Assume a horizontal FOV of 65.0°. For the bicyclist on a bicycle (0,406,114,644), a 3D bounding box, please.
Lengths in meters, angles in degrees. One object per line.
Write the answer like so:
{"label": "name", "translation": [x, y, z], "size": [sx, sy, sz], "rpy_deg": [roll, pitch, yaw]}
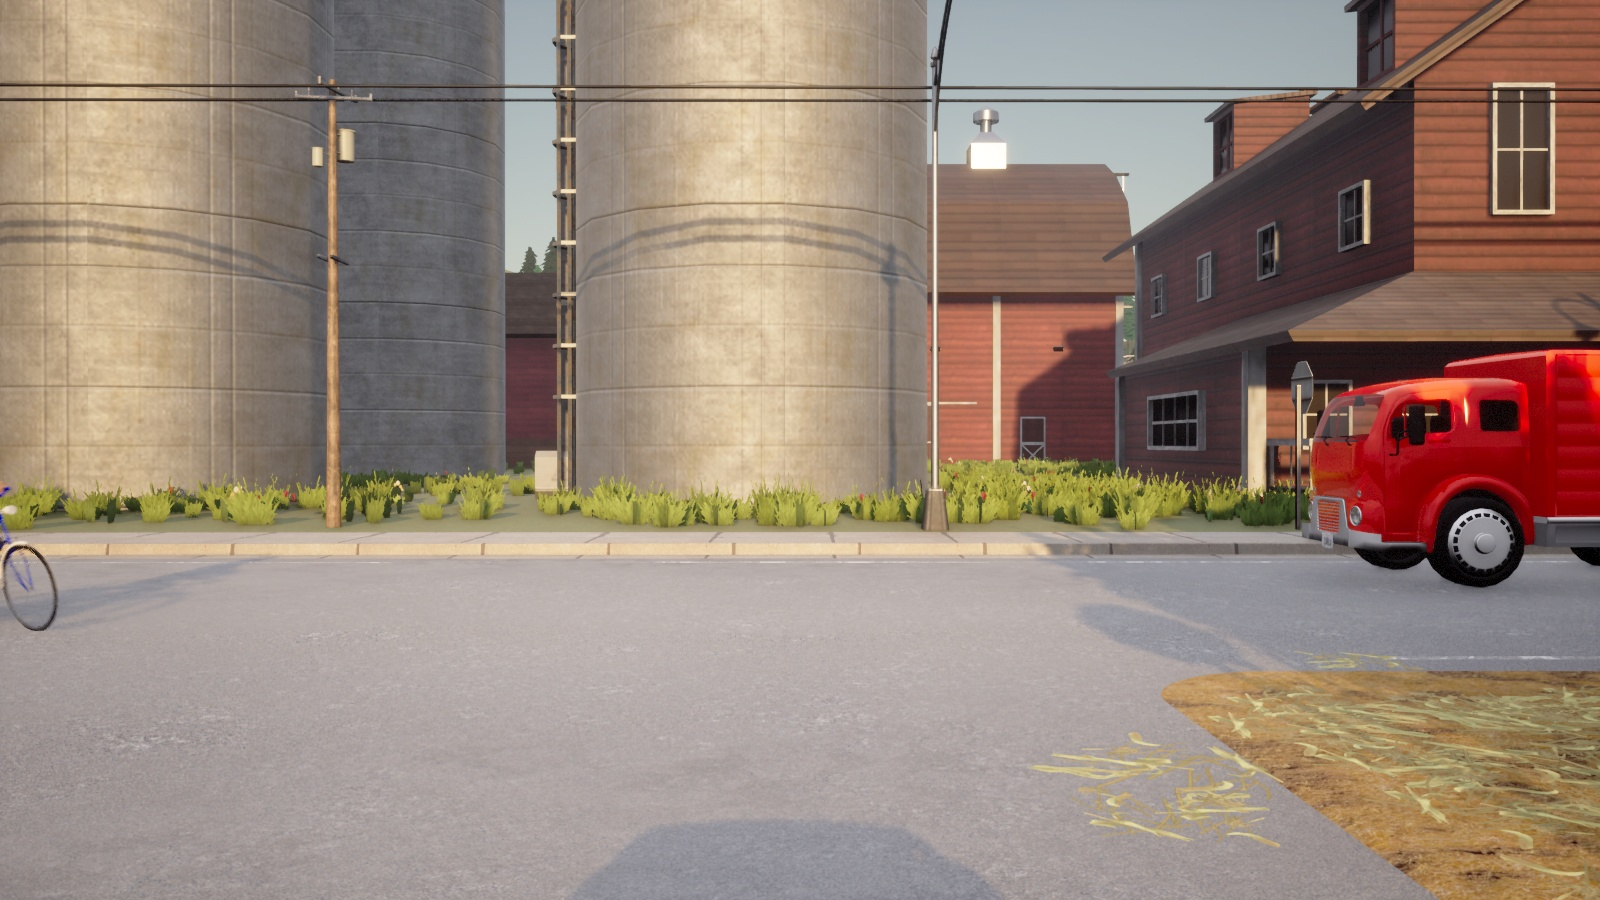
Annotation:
{"label": "bicyclist on a bicycle", "translation": [-6.505, 0.555, 10.013], "size": [1.843, 1.776, 0.659], "rpy_deg": [0, 3, 18]}

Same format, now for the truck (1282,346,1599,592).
{"label": "truck", "translation": [8.452, 0.188, 13.927], "size": [5.204, 2.467, 2.627], "rpy_deg": [0, 0, 0]}
